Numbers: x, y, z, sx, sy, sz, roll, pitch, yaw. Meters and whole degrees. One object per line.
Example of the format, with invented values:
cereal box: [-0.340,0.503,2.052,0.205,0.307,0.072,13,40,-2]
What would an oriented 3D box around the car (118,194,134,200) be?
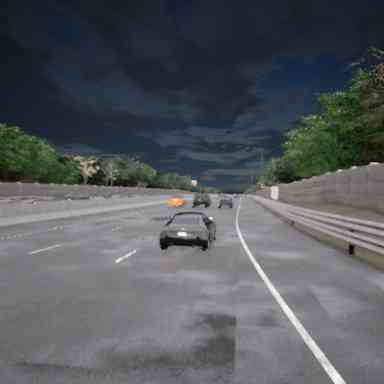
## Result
car: [-15.313,1.207,77.892,2.033,1.411,5.357,1,0,9]

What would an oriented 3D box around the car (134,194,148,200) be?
car: [-11.805,1.218,77.683,1.895,1.301,4.718,1,0,9]

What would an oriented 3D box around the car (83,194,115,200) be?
car: [-12.968,1.377,46.750,1.812,1.442,4.674,1,0,9]

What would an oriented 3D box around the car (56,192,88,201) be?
car: [-16.436,1.040,47.134,2.150,2.045,5.566,1,0,9]

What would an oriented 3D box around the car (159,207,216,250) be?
car: [-0.071,1.552,14.403,1.994,1.385,4.181,1,0,9]

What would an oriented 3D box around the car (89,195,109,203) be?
car: [-17.571,1.357,62.899,1.994,1.385,4.181,1,0,9]

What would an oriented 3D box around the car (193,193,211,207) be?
car: [1.464,1.196,48.189,2.150,2.045,5.566,1,0,9]

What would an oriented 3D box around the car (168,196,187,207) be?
car: [-2.014,1.296,48.608,2.097,1.767,4.553,1,0,9]

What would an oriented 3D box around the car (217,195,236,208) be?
car: [4.917,1.512,47.626,1.837,1.490,4.892,1,0,9]

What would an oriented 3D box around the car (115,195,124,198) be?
car: [-14.038,1.308,62.865,1.882,1.535,5.008,1,0,9]

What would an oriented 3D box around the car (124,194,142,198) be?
car: [-10.531,1.358,62.672,2.128,1.511,4.902,1,0,9]

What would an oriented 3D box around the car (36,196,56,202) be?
car: [-19.948,1.338,47.290,2.033,1.411,5.357,1,0,9]
